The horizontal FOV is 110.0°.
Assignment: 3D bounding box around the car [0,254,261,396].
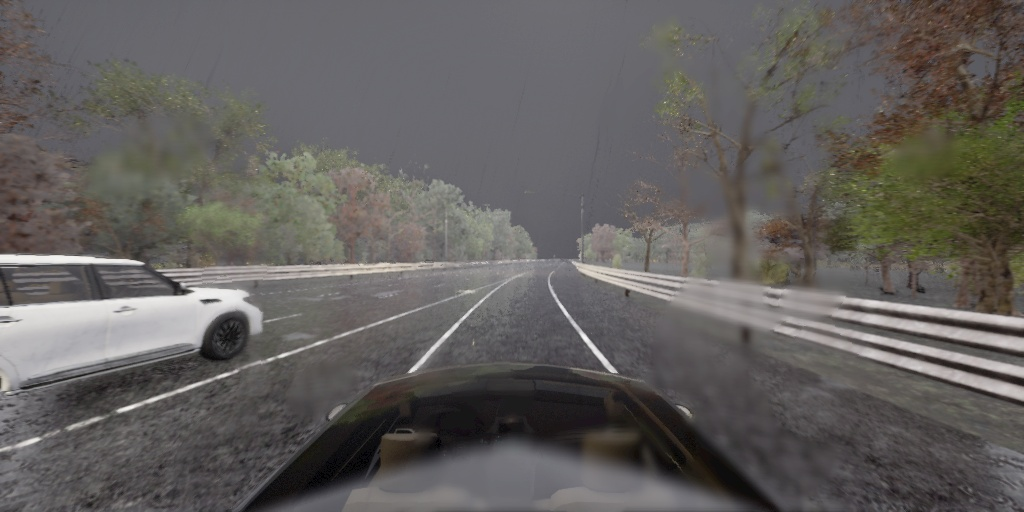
[{"bbox_3d":[-6.711,0.988,5.307,2.150,2.045,5.566,0,0,9],"label":"car"}]
